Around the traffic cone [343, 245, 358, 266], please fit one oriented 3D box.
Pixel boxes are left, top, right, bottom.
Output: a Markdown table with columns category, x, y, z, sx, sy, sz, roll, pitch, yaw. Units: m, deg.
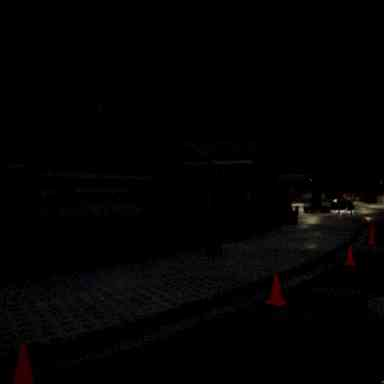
| category | x | y | z | sx | sy | sz | roll | pitch | yaw |
| --- | --- | --- | --- | --- | --- | --- | --- | --- | --- |
| traffic cone | 4.881 | 1.925 | 10.246 | 0.340 | 0.580 | 0.340 | -1 | 0 | 39 |

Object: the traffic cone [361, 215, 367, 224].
| category | x | y | z | sx | sy | sz | roll | pitch | yaw |
| --- | --- | --- | --- | --- | --- | --- | --- | --- | --- |
| traffic cone | 11.702 | 1.872 | 22.556 | 0.340 | 0.580 | 0.340 | -1 | 0 | 19 |

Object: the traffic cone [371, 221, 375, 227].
| category | x | y | z | sx | sy | sz | roll | pitch | yaw |
| --- | --- | --- | --- | --- | --- | --- | --- | --- | --- |
| traffic cone | 9.908 | 1.886 | 18.199 | 0.340 | 0.580 | 0.340 | -1 | 0 | 26 |

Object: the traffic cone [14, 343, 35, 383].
| category | x | y | z | sx | sy | sz | roll | pitch | yaw |
| --- | --- | --- | --- | --- | --- | --- | --- | --- | --- |
| traffic cone | -1.862 | 1.977 | 3.684 | 0.340 | 0.580 | 0.340 | 0 | 0 | -31 |

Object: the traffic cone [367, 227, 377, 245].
| category | x | y | z | sx | sy | sz | roll | pitch | yaw |
| --- | --- | --- | --- | --- | --- | --- | --- | --- | --- |
| traffic cone | 7.624 | 1.904 | 14.077 | 0.340 | 0.580 | 0.340 | -1 | 0 | 32 |

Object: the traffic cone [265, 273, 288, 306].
| category | x | y | z | sx | sy | sz | roll | pitch | yaw |
| --- | --- | --- | --- | --- | --- | --- | --- | --- | --- |
| traffic cone | 1.715 | 1.951 | 6.757 | 0.340 | 0.580 | 0.340 | 0 | 0 | -44 |

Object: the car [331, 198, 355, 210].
| category | x | y | z | sx | sy | sz | roll | pitch | yaw |
| --- | --- | --- | --- | --- | --- | --- | --- | --- | --- |
| car | 18.082 | 1.417 | 40.096 | 2.033 | 1.411 | 5.357 | 0 | 0 | 13 |

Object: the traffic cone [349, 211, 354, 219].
| category | x | y | z | sx | sy | sz | roll | pitch | yaw |
| --- | --- | --- | --- | --- | --- | --- | --- | --- | --- |
| traffic cone | 12.996 | 1.863 | 27.124 | 0.340 | 0.580 | 0.340 | 0 | 0 | 13 |
